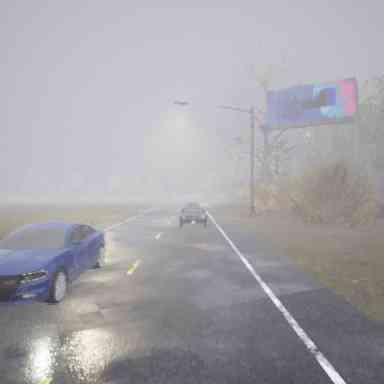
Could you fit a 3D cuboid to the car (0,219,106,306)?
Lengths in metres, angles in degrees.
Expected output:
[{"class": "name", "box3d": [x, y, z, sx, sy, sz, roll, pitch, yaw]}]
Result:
[{"class": "car", "box3d": [-3.596, 1.502, 8.362, 1.882, 1.535, 5.008, 0, 0, 0]}]

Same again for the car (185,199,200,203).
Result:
[{"class": "car", "box3d": [0.090, 1.647, 43.054, 1.812, 1.442, 4.674, 0, 0, 0]}]

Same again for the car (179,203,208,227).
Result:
[{"class": "car", "box3d": [0.088, 1.668, 23.669, 1.895, 1.301, 4.718, 0, 0, 0]}]
